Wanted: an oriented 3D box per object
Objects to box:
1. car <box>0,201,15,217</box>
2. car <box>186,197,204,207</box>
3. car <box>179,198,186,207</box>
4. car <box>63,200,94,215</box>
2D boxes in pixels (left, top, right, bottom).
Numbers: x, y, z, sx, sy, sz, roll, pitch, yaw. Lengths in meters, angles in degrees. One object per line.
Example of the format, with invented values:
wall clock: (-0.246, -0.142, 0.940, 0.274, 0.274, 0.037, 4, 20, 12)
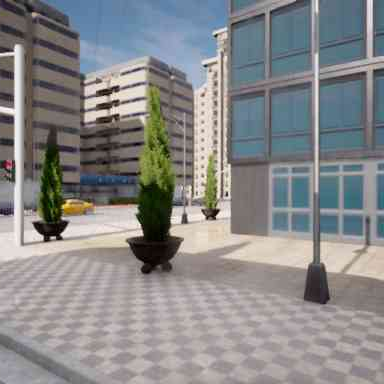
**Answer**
car: (-17.401, 1.547, 29.520, 1.812, 1.442, 4.674, 0, 0, 35)
car: (1.673, 1.532, 50.352, 1.837, 1.490, 4.892, 0, -1, 36)
car: (-2.628, 1.569, 50.360, 2.033, 1.411, 5.357, 0, 0, 36)
car: (-11.678, 1.502, 31.548, 1.882, 1.535, 5.008, 0, 0, 35)
